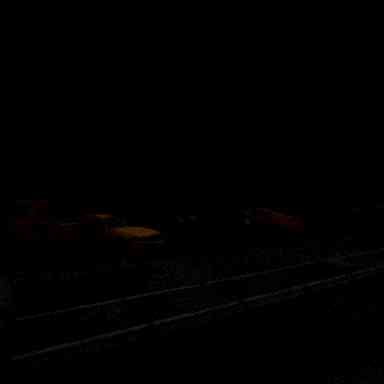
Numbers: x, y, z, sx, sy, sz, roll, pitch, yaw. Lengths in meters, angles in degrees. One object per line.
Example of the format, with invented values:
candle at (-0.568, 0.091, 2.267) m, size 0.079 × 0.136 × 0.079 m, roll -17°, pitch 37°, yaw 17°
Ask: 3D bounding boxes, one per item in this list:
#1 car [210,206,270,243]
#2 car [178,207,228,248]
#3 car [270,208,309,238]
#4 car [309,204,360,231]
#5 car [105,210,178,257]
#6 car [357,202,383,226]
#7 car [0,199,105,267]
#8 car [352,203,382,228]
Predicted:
car at (1.264, 1.487, 17.025) m, size 4.553 × 1.767 × 2.185 m, roll -1°, pitch -1°, yaw 34°
car at (-1.156, 1.585, 15.288) m, size 4.892 × 1.521 × 2.231 m, roll -1°, pitch -1°, yaw 34°
car at (3.633, 1.642, 18.791) m, size 5.008 × 1.535 × 2.097 m, roll -1°, pitch -1°, yaw 34°
car at (8.344, 1.730, 22.361) m, size 4.792 × 1.488 × 2.163 m, roll -1°, pitch -1°, yaw 33°
car at (-3.409, 1.550, 13.453) m, size 5.366 × 1.575 × 1.946 m, roll -1°, pitch -1°, yaw 34°
car at (13.081, 1.758, 25.943) m, size 5.008 × 1.535 × 2.097 m, roll -1°, pitch -1°, yaw 32°
car at (-6.004, 1.275, 11.837) m, size 5.566 × 2.045 × 2.435 m, roll -1°, pitch -1°, yaw 34°
car at (10.762, 1.758, 24.127) m, size 4.792 × 1.488 × 2.163 m, roll -1°, pitch -1°, yaw 33°
